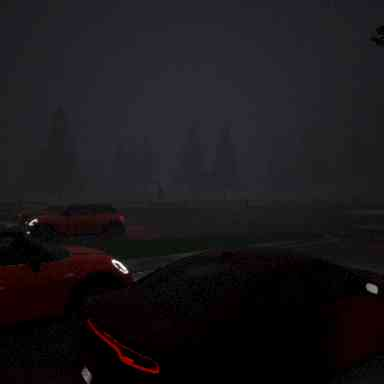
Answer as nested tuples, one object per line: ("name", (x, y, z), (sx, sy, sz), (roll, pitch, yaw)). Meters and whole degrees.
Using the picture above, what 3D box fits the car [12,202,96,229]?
("car", (-9.119, 1.479, 22.301), (5.008, 1.535, 1.882), (0, 0, -23))

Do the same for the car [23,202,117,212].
("car", (-5.614, 1.353, 16.209), (4.553, 1.767, 2.097), (0, 0, -23))

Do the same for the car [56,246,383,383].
("car", (1.093, 1.479, 4.392), (5.008, 1.535, 1.882), (0, 0, -35))

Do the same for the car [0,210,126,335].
("car", (-3.286, 1.351, 5.565), (4.553, 1.767, 2.097), (0, 0, -35))

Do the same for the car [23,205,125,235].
("car", (-6.835, 1.549, 19.455), (5.357, 1.411, 2.033), (0, 0, -24))
